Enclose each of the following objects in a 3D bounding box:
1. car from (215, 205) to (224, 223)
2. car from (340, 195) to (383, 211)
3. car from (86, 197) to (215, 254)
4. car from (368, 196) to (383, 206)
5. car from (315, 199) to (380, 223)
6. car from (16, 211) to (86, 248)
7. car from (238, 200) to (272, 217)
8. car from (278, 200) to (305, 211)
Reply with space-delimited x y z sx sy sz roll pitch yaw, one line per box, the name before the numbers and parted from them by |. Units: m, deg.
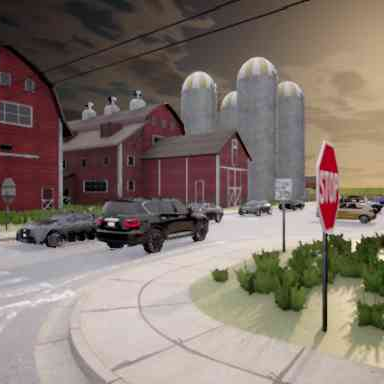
car | 0.461 1.486 23.416 2.128 1.511 4.902 0 0 35
car | 18.758 1.310 36.465 3.866 1.878 1.905 0 0 35
car | -1.406 1.218 13.903 2.150 2.045 5.566 0 0 32
car | 32.595 1.477 56.326 4.611 1.667 2.242 0 0 35
car | 11.517 1.503 25.078 4.193 1.474 1.816 0 0 35
car | -5.514 1.559 14.950 1.994 1.385 4.181 0 0 38
car | 6.057 1.500 31.542 1.837 1.490 4.892 0 0 35
car | 12.022 1.595 40.159 1.895 1.301 4.718 0 0 35
